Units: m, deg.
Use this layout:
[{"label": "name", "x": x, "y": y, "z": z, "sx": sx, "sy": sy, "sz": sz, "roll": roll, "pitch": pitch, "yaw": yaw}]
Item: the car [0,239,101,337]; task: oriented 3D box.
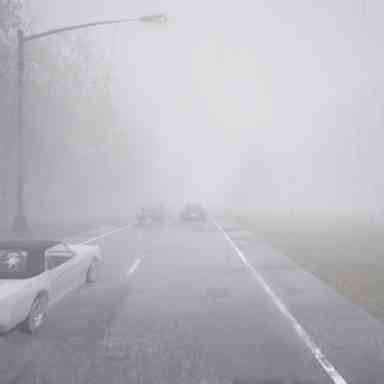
[{"label": "car", "x": -3.328, "y": 1.606, "z": 6.680, "sx": 1.895, "sy": 1.301, "sz": 4.718, "roll": 0, "pitch": 0, "yaw": 1}]

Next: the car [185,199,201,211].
[{"label": "car", "x": 0.132, "y": 1.636, "z": 42.499, "sx": 1.895, "sy": 1.301, "sz": 4.718, "roll": 0, "pitch": 0, "yaw": 0}]

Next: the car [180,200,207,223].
[{"label": "car", "x": 0.119, "y": 1.584, "z": 25.455, "sx": 1.994, "sy": 1.385, "sz": 4.181, "roll": 0, "pitch": 0, "yaw": 0}]

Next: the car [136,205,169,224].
[{"label": "car", "x": -2.788, "y": 1.620, "z": 24.779, "sx": 1.895, "sy": 1.301, "sz": 4.718, "roll": 0, "pitch": 0, "yaw": 2}]
